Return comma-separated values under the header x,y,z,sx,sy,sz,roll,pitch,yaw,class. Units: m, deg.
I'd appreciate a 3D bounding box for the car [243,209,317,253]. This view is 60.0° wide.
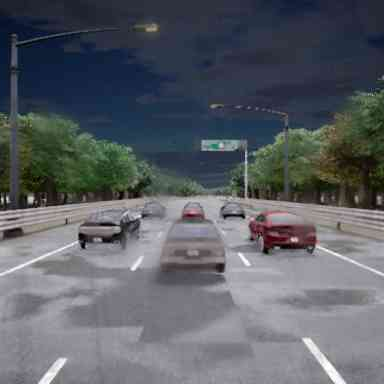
x,y,z,sx,sy,sz,roll,pitch,yaw,class
3.578,1.519,13.953,1.882,1.535,5.008,0,0,1,car

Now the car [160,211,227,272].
x,y,z,sx,sy,sz,roll,pitch,yaw,class
0.056,1.579,10.818,2.033,1.411,5.357,0,0,1,car

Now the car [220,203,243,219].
x,y,z,sx,sy,sz,roll,pitch,yaw,class
3.606,1.662,30.139,1.994,1.385,4.181,0,0,0,car

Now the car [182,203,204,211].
x,y,z,sx,sy,sz,roll,pitch,yaw,class
0.105,1.662,30.071,1.994,1.385,4.181,0,0,0,car

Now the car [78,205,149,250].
x,y,z,sx,sy,sz,roll,pitch,yaw,class
-3.416,1.535,14.529,2.128,1.511,4.902,0,0,0,car

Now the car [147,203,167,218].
x,y,z,sx,sy,sz,roll,pitch,yaw,class
-3.396,1.662,29.994,1.994,1.385,4.181,0,0,0,car
